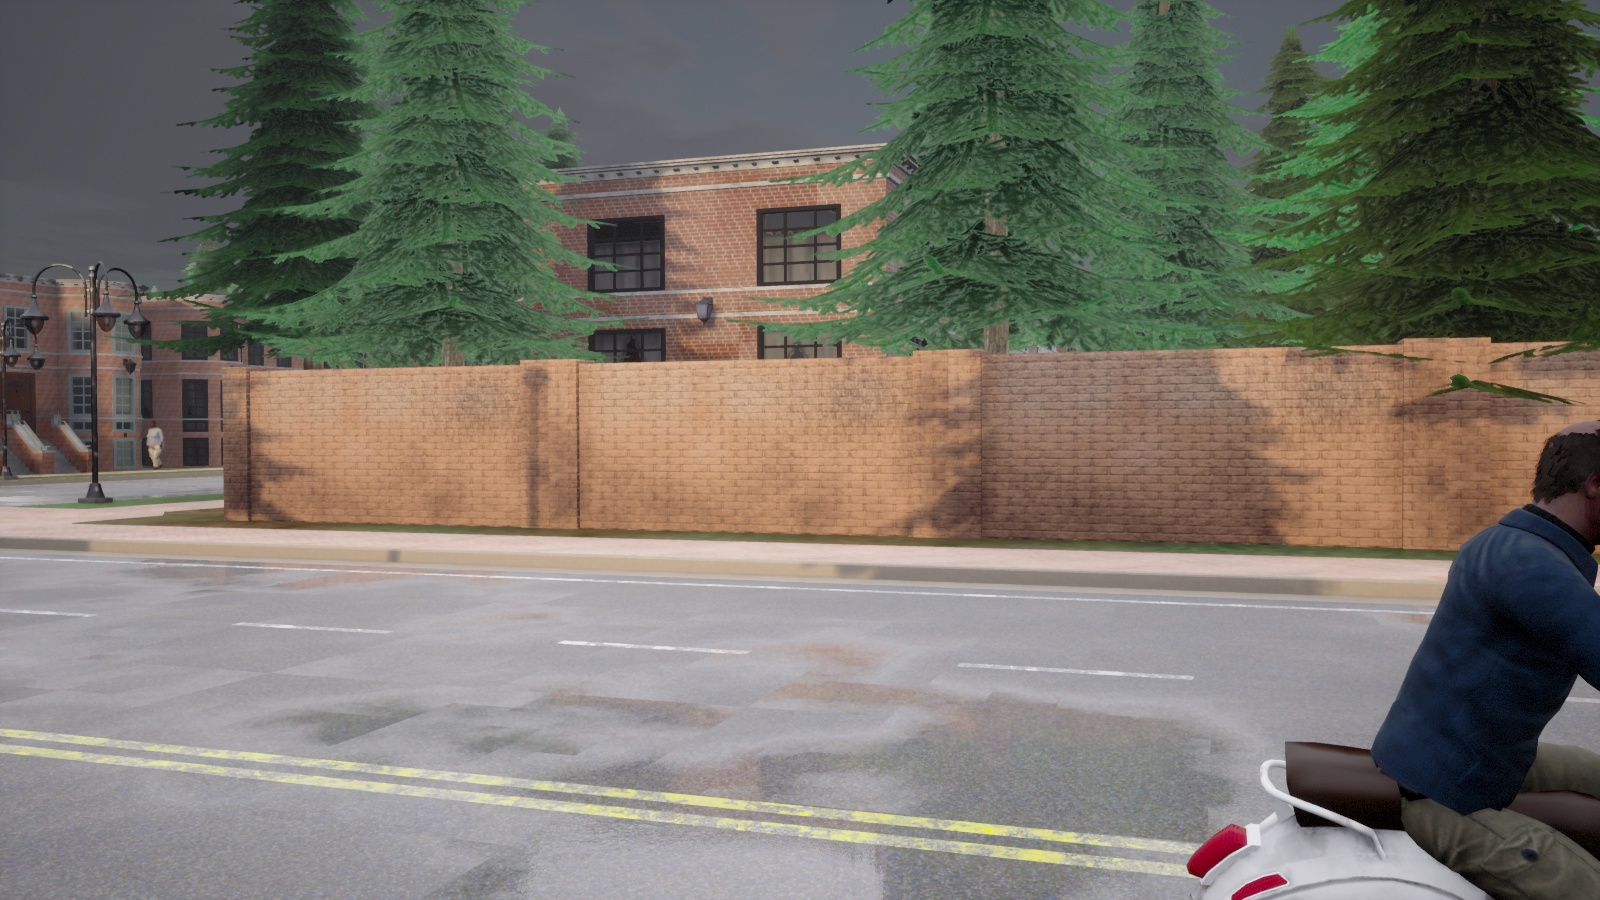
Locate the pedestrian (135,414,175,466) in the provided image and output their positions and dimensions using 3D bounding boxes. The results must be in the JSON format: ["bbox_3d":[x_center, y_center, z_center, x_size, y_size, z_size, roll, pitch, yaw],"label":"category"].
[{"bbox_3d":[-23.112,-0.355,44.989,0.874,1.855,0.900,1,1,20],"label":"pedestrian"}]

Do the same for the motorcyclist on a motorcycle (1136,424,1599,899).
[{"bbox_3d":[1.671,0.744,2.630,1.817,1.590,0.866,1,1,19],"label":"motorcyclist on a motorcycle"}]
